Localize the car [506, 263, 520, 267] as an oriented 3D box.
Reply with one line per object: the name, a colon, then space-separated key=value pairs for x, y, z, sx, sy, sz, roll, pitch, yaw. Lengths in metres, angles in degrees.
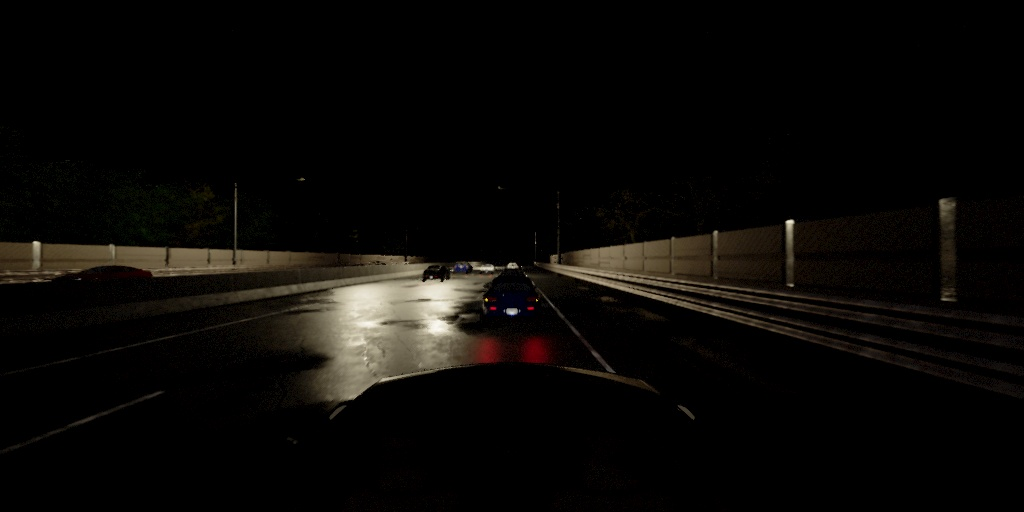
car: x=0.106 y=1.574 z=34.312 sx=2.128 sy=1.511 sz=4.902 roll=0 pitch=-1 yaw=0

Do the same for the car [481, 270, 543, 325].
car: x=0.001 y=1.382 z=12.177 sx=1.812 sy=1.442 sz=4.674 roll=0 pitch=-1 yaw=0

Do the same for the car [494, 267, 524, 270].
car: x=0.005 y=1.576 z=23.799 sx=1.895 sy=1.301 sz=4.718 roll=0 pitch=-1 yaw=0

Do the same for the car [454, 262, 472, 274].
car: x=-6.889 y=1.589 z=50.843 sx=2.097 sy=1.767 sz=4.553 roll=0 pitch=-1 yaw=0

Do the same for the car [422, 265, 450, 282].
car: x=-6.893 y=1.575 z=32.992 sx=1.837 sy=1.490 sz=4.892 roll=0 pitch=0 yaw=0

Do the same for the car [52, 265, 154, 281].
car: x=-24.496 y=1.286 z=21.715 sx=1.812 sy=1.442 sz=4.674 roll=0 pitch=-1 yaw=0

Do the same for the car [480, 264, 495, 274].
car: x=-3.390 y=1.835 z=50.360 sx=1.895 sy=1.301 sz=4.718 roll=0 pitch=0 yaw=0
